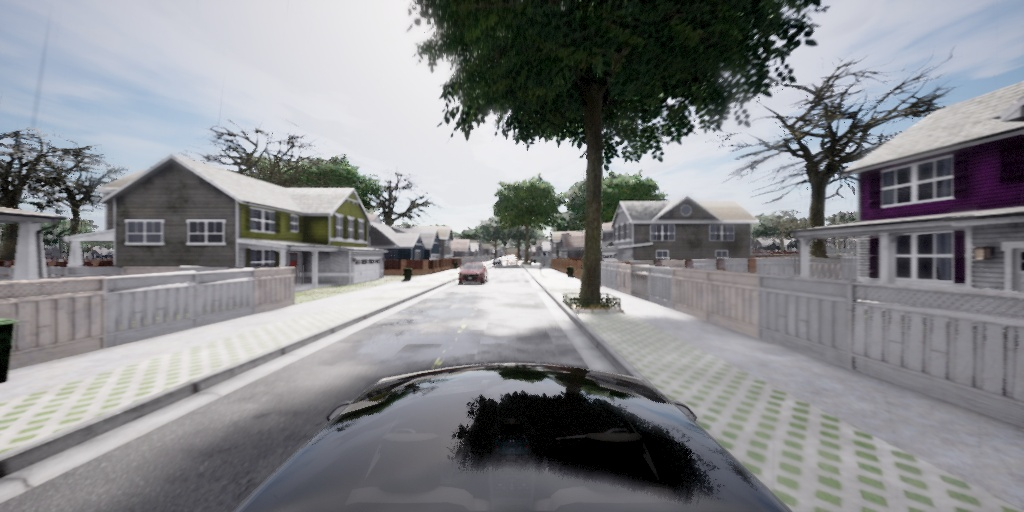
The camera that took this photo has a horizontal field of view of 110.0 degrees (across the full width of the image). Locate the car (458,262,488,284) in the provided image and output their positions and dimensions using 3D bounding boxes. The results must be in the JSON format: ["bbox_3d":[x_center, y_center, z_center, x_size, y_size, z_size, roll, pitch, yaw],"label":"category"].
[{"bbox_3d":[-2.842,1.220,26.839,1.882,1.535,5.008,0,0,0],"label":"car"}]
